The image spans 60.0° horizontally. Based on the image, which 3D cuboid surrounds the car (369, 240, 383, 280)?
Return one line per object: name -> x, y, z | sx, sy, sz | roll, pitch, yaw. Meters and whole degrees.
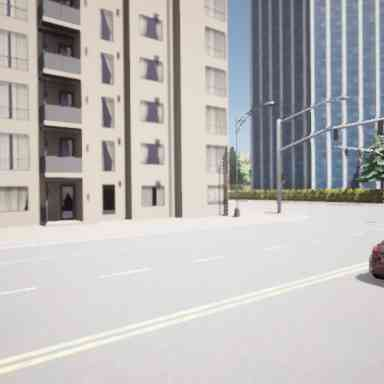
car -> 6.253, 1.430, 8.250 | 4.181, 1.385, 1.994 | -1, 1, -35
